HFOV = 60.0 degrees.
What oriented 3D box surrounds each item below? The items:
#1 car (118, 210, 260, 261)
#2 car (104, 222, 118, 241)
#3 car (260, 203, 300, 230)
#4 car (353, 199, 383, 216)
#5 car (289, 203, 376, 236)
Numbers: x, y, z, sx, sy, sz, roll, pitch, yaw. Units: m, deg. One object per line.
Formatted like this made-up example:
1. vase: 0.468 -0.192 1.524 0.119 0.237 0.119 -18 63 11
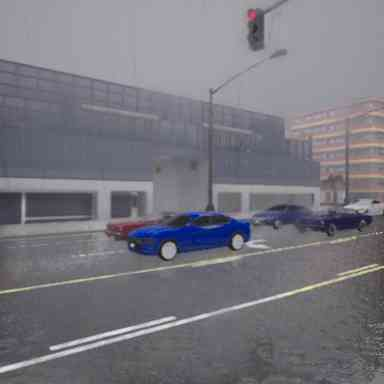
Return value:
1. car: 0.040 1.492 12.582 5.008 1.535 1.882 -1 0 -35
2. car: -1.627 1.618 15.696 4.718 1.301 1.895 -1 0 -35
3. car: 5.773 1.452 20.916 4.674 1.442 1.812 -1 0 -35
4. car: 13.924 1.267 26.640 4.674 1.442 1.812 -1 1 -35
5. car: 7.661 1.523 17.965 4.718 1.301 1.895 -1 0 -35
